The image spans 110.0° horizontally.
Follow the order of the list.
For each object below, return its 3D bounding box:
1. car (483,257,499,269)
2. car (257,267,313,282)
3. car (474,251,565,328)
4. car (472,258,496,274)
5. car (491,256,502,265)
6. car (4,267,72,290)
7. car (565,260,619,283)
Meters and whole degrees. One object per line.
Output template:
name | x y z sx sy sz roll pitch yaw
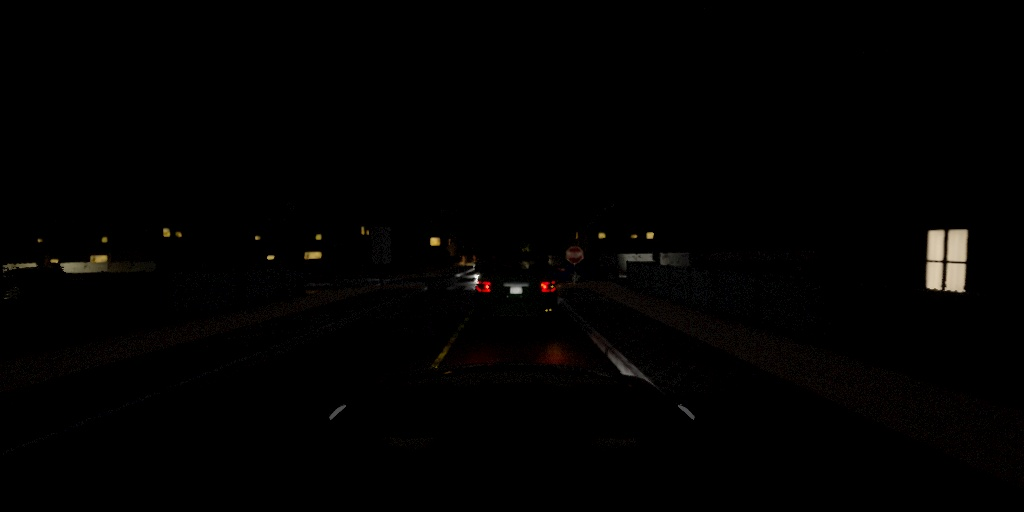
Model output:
car | -2.816 0.907 48.460 1.812 1.442 4.674 0 0 0
car | -16.705 1.412 25.088 4.718 1.301 1.895 -1 2 0
car | 0.103 0.885 11.141 2.150 2.045 5.566 0 0 0
car | -2.826 0.946 37.534 2.128 1.511 4.902 0 0 0
car | -2.727 0.809 64.521 1.812 1.442 4.674 0 0 0
car | -32.727 1.551 24.982 4.892 1.490 1.837 -1 2 0
car | 5.131 0.992 25.066 5.008 1.535 1.882 -2 1 -24
